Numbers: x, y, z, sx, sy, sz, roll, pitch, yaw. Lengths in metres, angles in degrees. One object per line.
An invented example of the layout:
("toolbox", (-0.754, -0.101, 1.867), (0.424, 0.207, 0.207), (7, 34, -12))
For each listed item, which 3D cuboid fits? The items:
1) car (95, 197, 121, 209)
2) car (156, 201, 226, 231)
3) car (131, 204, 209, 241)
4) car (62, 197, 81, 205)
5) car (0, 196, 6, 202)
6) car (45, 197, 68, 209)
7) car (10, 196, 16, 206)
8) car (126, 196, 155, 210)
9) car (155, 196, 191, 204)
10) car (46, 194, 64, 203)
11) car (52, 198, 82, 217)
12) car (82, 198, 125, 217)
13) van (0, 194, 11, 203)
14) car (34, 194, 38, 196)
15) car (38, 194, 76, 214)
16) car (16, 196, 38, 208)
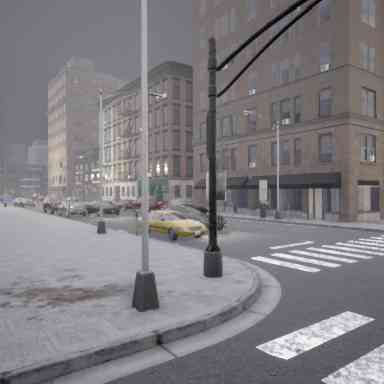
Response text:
("car", (-11.447, 1.498, 45.054), (1.752, 1.417, 4.829), (0, 0, -36))
("car", (0.004, 1.509, 19.869), (1.837, 1.490, 4.892), (0, 0, -36))
("car", (-1.154, 1.543, 17.140), (1.752, 1.417, 4.829), (0, 0, -36))
("car", (-21.305, 1.520, 58.678), (2.008, 1.369, 4.403), (0, 0, -36))
("car", (-44.402, 1.558, 76.908), (2.008, 1.369, 4.403), (0, 0, -36))
("car", (-18.891, 1.509, 46.144), (1.837, 1.490, 4.892), (0, 0, -36))
("car", (-27.707, 1.534, 53.836), (1.752, 1.417, 4.829), (0, 0, -36))
("car", (-4.710, 1.289, 35.742), (2.192, 1.841, 5.009), (0, 0, -36))
("car", (-1.390, 1.416, 31.155), (1.967, 1.590, 4.097), (0, 0, -36))
("car", (-27.944, 1.283, 67.850), (2.192, 1.841, 5.009), (0, 0, -36))
("car", (-11.211, 1.565, 31.038), (2.008, 1.369, 4.403), (0, 0, -36))
("car", (-8.503, 1.479, 31.634), (1.882, 1.535, 5.008), (0, 0, -36))
("van", (-37.765, 1.349, 67.734), (1.690, 1.788, 3.998), (0, 0, -36))
("car", (-34.582, 1.533, 77.025), (1.947, 1.339, 4.313), (0, 0, -36))
("car", (-14.531, 1.328, 35.625), (2.192, 1.841, 5.009), (0, 0, -36))
("car", (-24.488, 1.592, 49.387), (1.802, 1.307, 4.206), (0, 0, -36))
